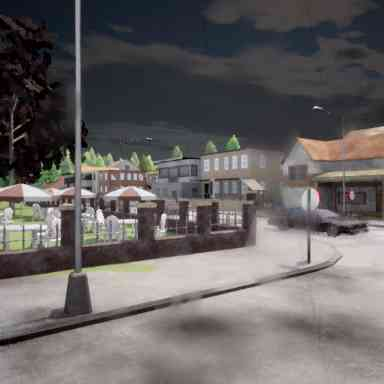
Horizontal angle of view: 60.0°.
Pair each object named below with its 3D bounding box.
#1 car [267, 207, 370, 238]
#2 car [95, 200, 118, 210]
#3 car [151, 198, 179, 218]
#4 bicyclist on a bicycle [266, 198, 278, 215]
[{"bbox_3d":[6.665,1.547,18.261,2.033,1.411,5.357,0,0,-36],"label":"car"},{"bbox_3d":[-11.243,1.526,43.445,1.812,1.442,4.674,0,0,-35],"label":"car"},{"bbox_3d":[-2.277,1.351,30.786,2.097,1.767,4.553,0,0,-35],"label":"car"},{"bbox_3d":[7.565,1.349,31.435,1.656,1.620,0.582,0,0,-35],"label":"bicyclist on a bicycle"}]
